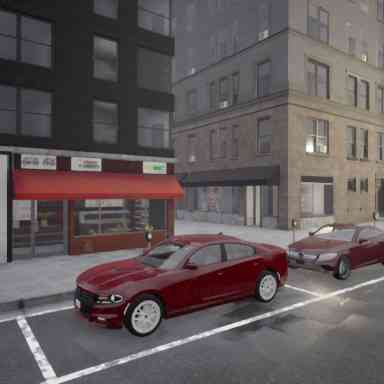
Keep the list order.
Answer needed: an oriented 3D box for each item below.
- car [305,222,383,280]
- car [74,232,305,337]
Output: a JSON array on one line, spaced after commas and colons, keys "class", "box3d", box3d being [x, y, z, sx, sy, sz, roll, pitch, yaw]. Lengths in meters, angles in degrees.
[{"class": "car", "box3d": [4.521, 1.577, 9.862, 4.206, 1.307, 1.802, 0, 0, -35]}, {"class": "car", "box3d": [0.000, 1.545, 6.643, 4.507, 1.381, 1.887, 0, 0, -35]}]
